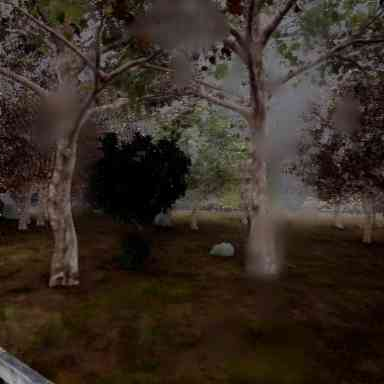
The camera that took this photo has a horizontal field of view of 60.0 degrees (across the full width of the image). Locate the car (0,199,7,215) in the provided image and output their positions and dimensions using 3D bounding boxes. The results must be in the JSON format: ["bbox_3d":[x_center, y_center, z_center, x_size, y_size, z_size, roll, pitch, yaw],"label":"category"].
[{"bbox_3d":[-19.238,1.231,31.124,2.150,2.045,5.566,-1,0,-12],"label":"car"}]
